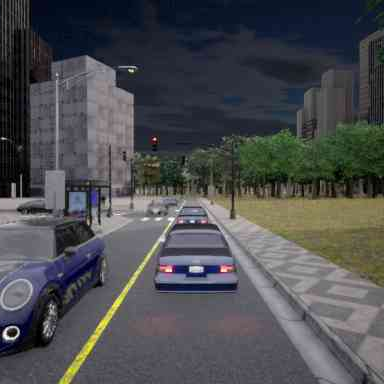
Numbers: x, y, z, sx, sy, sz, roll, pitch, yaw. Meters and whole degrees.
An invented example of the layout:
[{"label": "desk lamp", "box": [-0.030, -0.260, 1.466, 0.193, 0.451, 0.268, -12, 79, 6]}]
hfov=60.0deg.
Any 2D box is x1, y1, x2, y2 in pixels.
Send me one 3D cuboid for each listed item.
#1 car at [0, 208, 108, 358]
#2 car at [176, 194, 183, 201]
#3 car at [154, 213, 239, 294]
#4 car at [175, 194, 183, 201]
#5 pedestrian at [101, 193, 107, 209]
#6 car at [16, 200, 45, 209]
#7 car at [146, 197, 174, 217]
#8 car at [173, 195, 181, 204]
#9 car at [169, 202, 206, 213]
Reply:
[{"label": "car", "box": [-3.106, 1.350, 6.273, 2.097, 1.767, 4.553, 0, 0, 0]}, {"label": "car", "box": [-3.119, 1.415, 65.750, 2.128, 1.511, 4.902, 0, 0, 0]}, {"label": "car", "box": [0.084, 1.545, 8.952, 2.033, 1.411, 5.357, 0, 0, 0]}, {"label": "car", "box": [-3.147, 1.320, 79.674, 1.837, 1.490, 4.892, 0, 0, 0]}, {"label": "pedestrian", "box": [-10.122, 1.051, 38.143, 0.375, 1.860, 0.375, 0, 0, 1]}, {"label": "car", "box": [-14.381, 1.478, 32.032, 4.674, 1.442, 1.812, 0, 0, 2]}, {"label": "car", "box": [-3.130, 1.472, 31.005, 2.128, 1.511, 4.902, 0, 0, 0]}, {"label": "car", "box": [-3.144, 1.514, 49.694, 1.994, 1.385, 4.181, 0, 0, 0]}, {"label": "car", "box": [0.058, 1.538, 19.287, 2.033, 1.411, 5.357, 0, 0, 1]}]
